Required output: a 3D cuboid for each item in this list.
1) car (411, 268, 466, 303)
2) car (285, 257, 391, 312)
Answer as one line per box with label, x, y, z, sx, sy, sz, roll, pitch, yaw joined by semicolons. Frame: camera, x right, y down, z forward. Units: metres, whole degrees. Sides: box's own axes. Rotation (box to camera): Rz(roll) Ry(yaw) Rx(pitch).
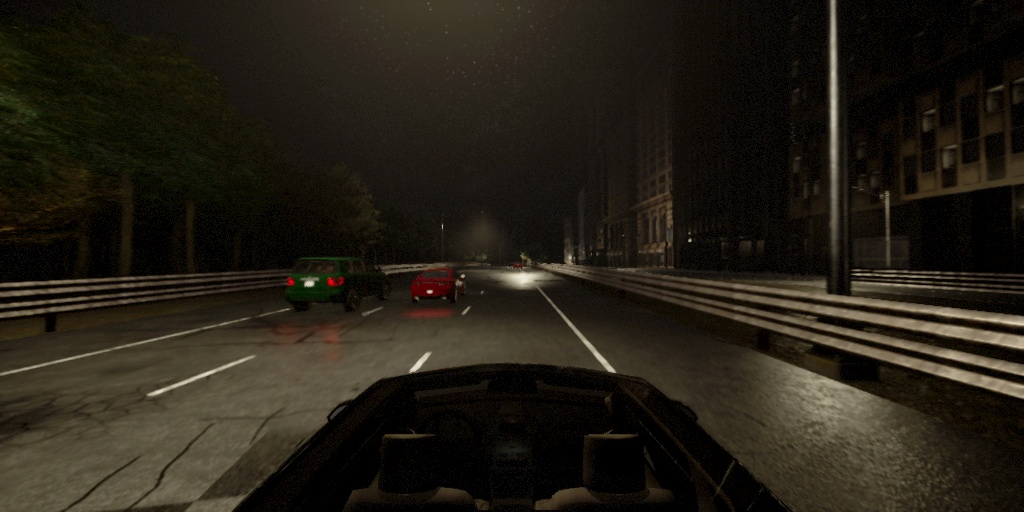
car;-3.389;1.331;17.270;1.882;1.535;5.008;0;0;0
car;-6.889;1.060;14.875;2.150;2.045;5.566;0;0;0
